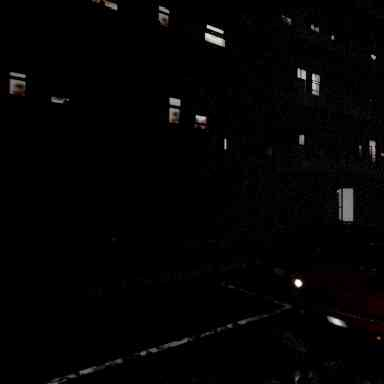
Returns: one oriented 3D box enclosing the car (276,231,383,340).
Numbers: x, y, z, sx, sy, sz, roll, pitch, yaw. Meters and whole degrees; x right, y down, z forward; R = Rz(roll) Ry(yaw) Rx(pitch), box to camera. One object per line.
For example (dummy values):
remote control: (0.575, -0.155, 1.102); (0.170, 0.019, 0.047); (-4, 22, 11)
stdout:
car: (3.927, 1.601, 6.202); (4.718, 1.301, 1.895); (0, 0, -36)

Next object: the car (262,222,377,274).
car: (3.884, 1.566, 9.357); (4.313, 1.339, 1.947); (0, 0, -36)
